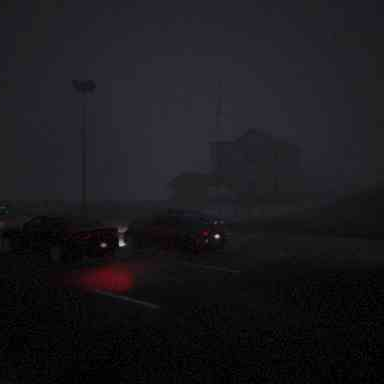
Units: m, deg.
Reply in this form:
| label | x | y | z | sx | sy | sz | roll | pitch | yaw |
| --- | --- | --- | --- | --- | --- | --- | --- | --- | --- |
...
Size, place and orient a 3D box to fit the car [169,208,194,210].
| label | x | y | z | sx | sy | sz | roll | pitch | yaw |
| --- | --- | --- | --- | --- | --- | --- | --- | --- | --- |
| car | -0.872 | 1.552 | 17.511 | 5.357 | 1.411 | 2.033 | 0 | 0 | 36 |

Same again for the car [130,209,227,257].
| label | x | y | z | sx | sy | sz | roll | pitch | yaw |
| --- | --- | --- | --- | --- | --- | --- | --- | --- | --- |
| car | -0.727 | 1.568 | 13.100 | 4.181 | 1.385 | 1.994 | 0 | 0 | 36 |

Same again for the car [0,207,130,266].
| label | x | y | z | sx | sy | sz | roll | pitch | yaw |
| --- | --- | --- | --- | --- | --- | --- | --- | --- | --- |
| car | -4.727 | 1.483 | 11.658 | 5.008 | 1.535 | 1.882 | 0 | 0 | 36 |

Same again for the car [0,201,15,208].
| label | x | y | z | sx | sy | sz | roll | pitch | yaw |
| --- | --- | --- | --- | --- | --- | --- | --- | --- | --- |
| car | -17.435 | 1.506 | 29.327 | 4.902 | 1.511 | 2.128 | 0 | 0 | 36 |
